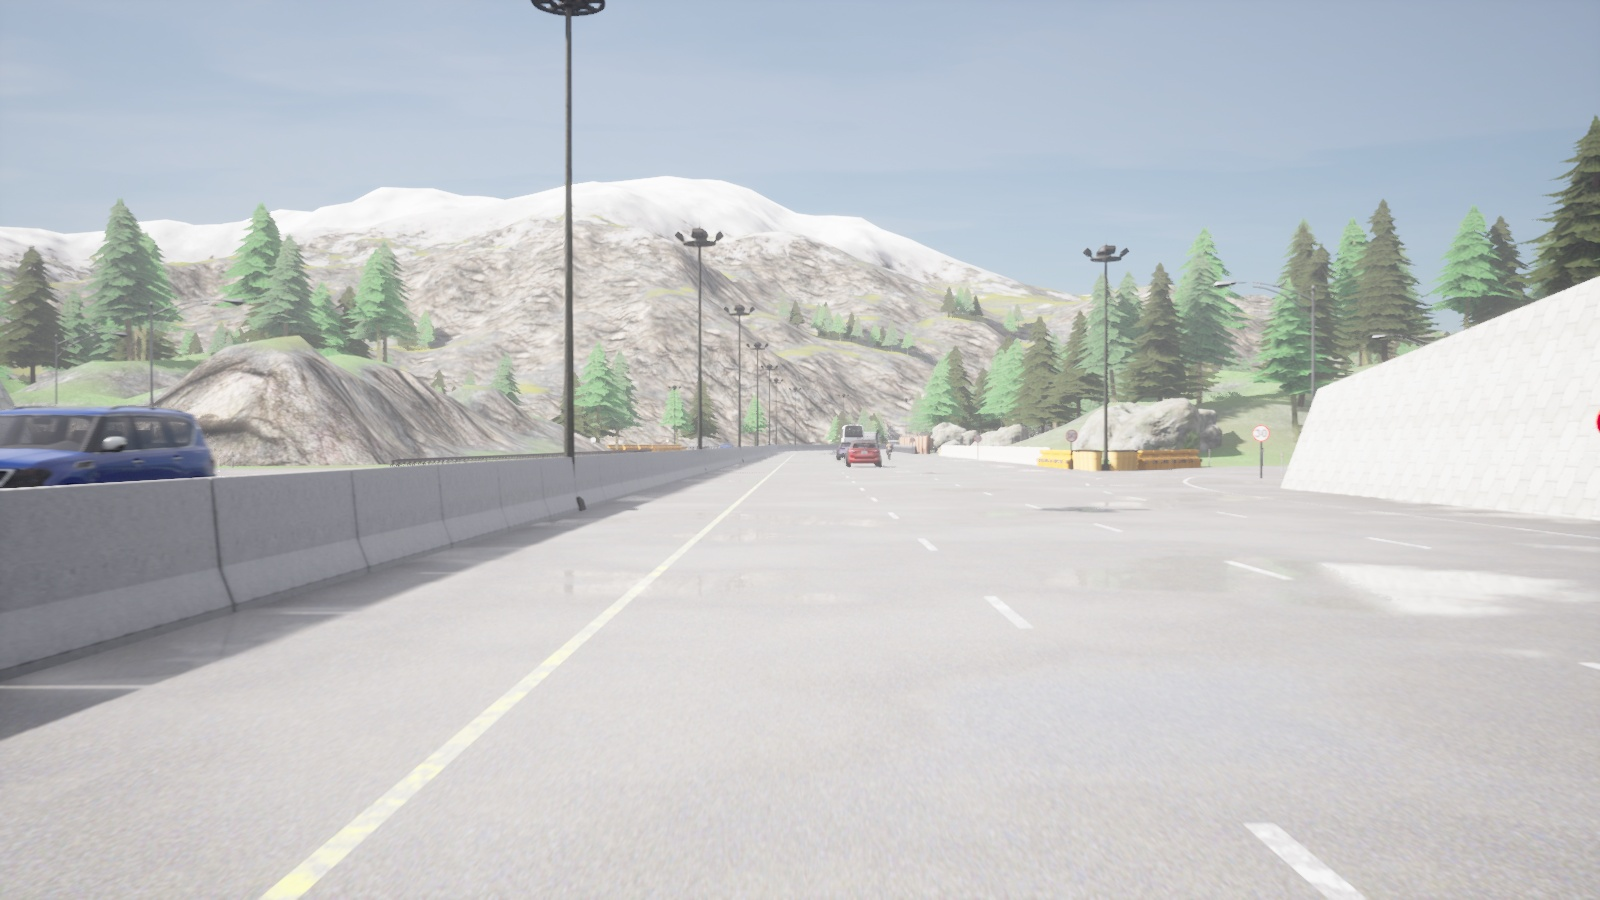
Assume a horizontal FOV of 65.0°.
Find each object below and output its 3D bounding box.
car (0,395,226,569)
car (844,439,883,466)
[{"bbox_3d":[-10.385,0.358,17.550,2.150,2.045,5.566,0,0,0],"label":"car"},{"bbox_3d":[3.967,0.145,79.436,2.242,1.667,4.611,0,0,0],"label":"car"}]
